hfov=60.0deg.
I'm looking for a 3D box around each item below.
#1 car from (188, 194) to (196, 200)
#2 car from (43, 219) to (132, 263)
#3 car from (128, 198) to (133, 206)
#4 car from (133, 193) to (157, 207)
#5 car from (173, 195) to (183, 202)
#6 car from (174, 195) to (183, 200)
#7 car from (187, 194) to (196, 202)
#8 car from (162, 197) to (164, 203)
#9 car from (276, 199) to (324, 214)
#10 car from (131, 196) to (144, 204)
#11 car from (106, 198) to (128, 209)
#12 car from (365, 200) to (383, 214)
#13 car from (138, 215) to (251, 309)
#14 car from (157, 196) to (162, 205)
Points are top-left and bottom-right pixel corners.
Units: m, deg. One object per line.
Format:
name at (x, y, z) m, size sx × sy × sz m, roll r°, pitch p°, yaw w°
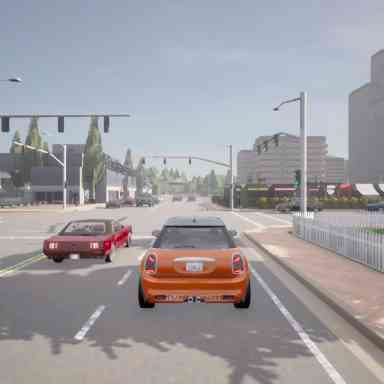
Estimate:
car at (-0.057, 1.398, 87.667) m, size 2.128 × 1.511 × 4.902 m, roll 0°, pitch 0°, yaw 0°
car at (-3.424, 1.601, 11.949) m, size 1.895 × 1.301 × 4.718 m, roll 0°, pitch 0°, yaw 0°
car at (-10.622, 1.601, 55.049) m, size 1.895 × 1.301 × 4.718 m, roll 0°, pitch 0°, yaw 0°
car at (-7.129, 1.221, 51.114) m, size 2.150 × 2.045 × 5.566 m, roll 0°, pitch 0°, yaw 1°
car at (-3.551, 1.513, 77.708) m, size 1.812 × 1.442 × 4.674 m, roll 0°, pitch 0°, yaw 0°
car at (-3.557, 1.425, 87.663) m, size 1.994 × 1.385 × 4.181 m, roll 0°, pitch 0°, yaw 0°
car at (-0.051, 1.531, 77.391) m, size 2.033 × 1.411 × 5.357 m, roll 0°, pitch 0°, yaw 0°
car at (-7.046, 1.524, 70.845) m, size 1.812 × 1.442 × 4.674 m, roll 0°, pitch 0°, yaw 0°
car at (11.249, 1.491, 34.718) m, size 4.902 × 1.511 × 2.128 m, roll 0°, pitch 0°, yaw -2°
car at (-10.588, 1.564, 64.997) m, size 1.994 × 1.385 × 4.181 m, roll 0°, pitch 0°, yaw 0°
car at (-10.628, 1.564, 46.287) m, size 1.994 × 1.385 × 4.181 m, roll 0°, pitch 0°, yaw 0°
car at (20.893, 1.478, 34.962) m, size 5.008 × 1.535 × 1.882 m, roll 0°, pitch 0°, yaw -2°
car at (0.059, 1.352, 8.056) m, size 2.097 × 1.767 × 4.553 m, roll 0°, pitch 0°, yaw 0°
car at (-7.111, 1.564, 60.520) m, size 1.994 × 1.385 × 4.181 m, roll 0°, pitch 0°, yaw 0°
